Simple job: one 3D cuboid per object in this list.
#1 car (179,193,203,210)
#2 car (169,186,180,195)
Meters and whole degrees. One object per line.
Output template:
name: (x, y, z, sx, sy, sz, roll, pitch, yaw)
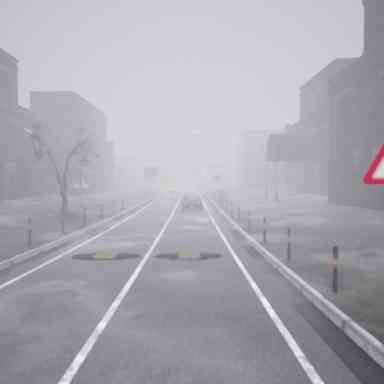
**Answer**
car: (-0.006, 0.942, 31.185, 1.895, 1.301, 4.718, 0, 3, 0)
car: (-3.204, -0.394, 60.993, 1.882, 1.535, 5.008, 0, 2, 0)
